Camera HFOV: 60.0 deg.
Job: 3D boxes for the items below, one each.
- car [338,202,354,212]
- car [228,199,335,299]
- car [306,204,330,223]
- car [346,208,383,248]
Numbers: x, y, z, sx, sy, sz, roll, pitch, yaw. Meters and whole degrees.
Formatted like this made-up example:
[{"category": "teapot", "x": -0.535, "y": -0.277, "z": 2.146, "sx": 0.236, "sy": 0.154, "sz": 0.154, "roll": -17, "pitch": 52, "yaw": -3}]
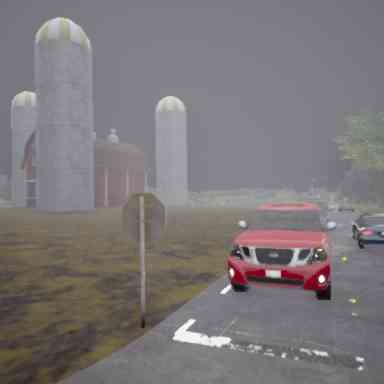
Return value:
[{"category": "car", "x": 22.049, "y": 2.135, "z": 47.597, "sx": 1.994, "sy": 1.385, "sz": 4.181, "roll": -1, "pitch": -2, "yaw": 23}, {"category": "car", "x": 2.692, "y": 1.322, "z": 9.216, "sx": 2.150, "sy": 2.045, "sz": 5.566, "roll": -1, "pitch": -1, "yaw": 23}, {"category": "car", "x": 11.228, "y": 1.838, "z": 29.474, "sx": 1.812, "sy": 1.442, "sz": 4.674, "roll": -1, "pitch": -1, "yaw": 23}, {"category": "car", "x": 8.280, "y": 1.633, "z": 14.867, "sx": 2.033, "sy": 1.411, "sz": 5.357, "roll": -1, "pitch": -1, "yaw": 23}]
